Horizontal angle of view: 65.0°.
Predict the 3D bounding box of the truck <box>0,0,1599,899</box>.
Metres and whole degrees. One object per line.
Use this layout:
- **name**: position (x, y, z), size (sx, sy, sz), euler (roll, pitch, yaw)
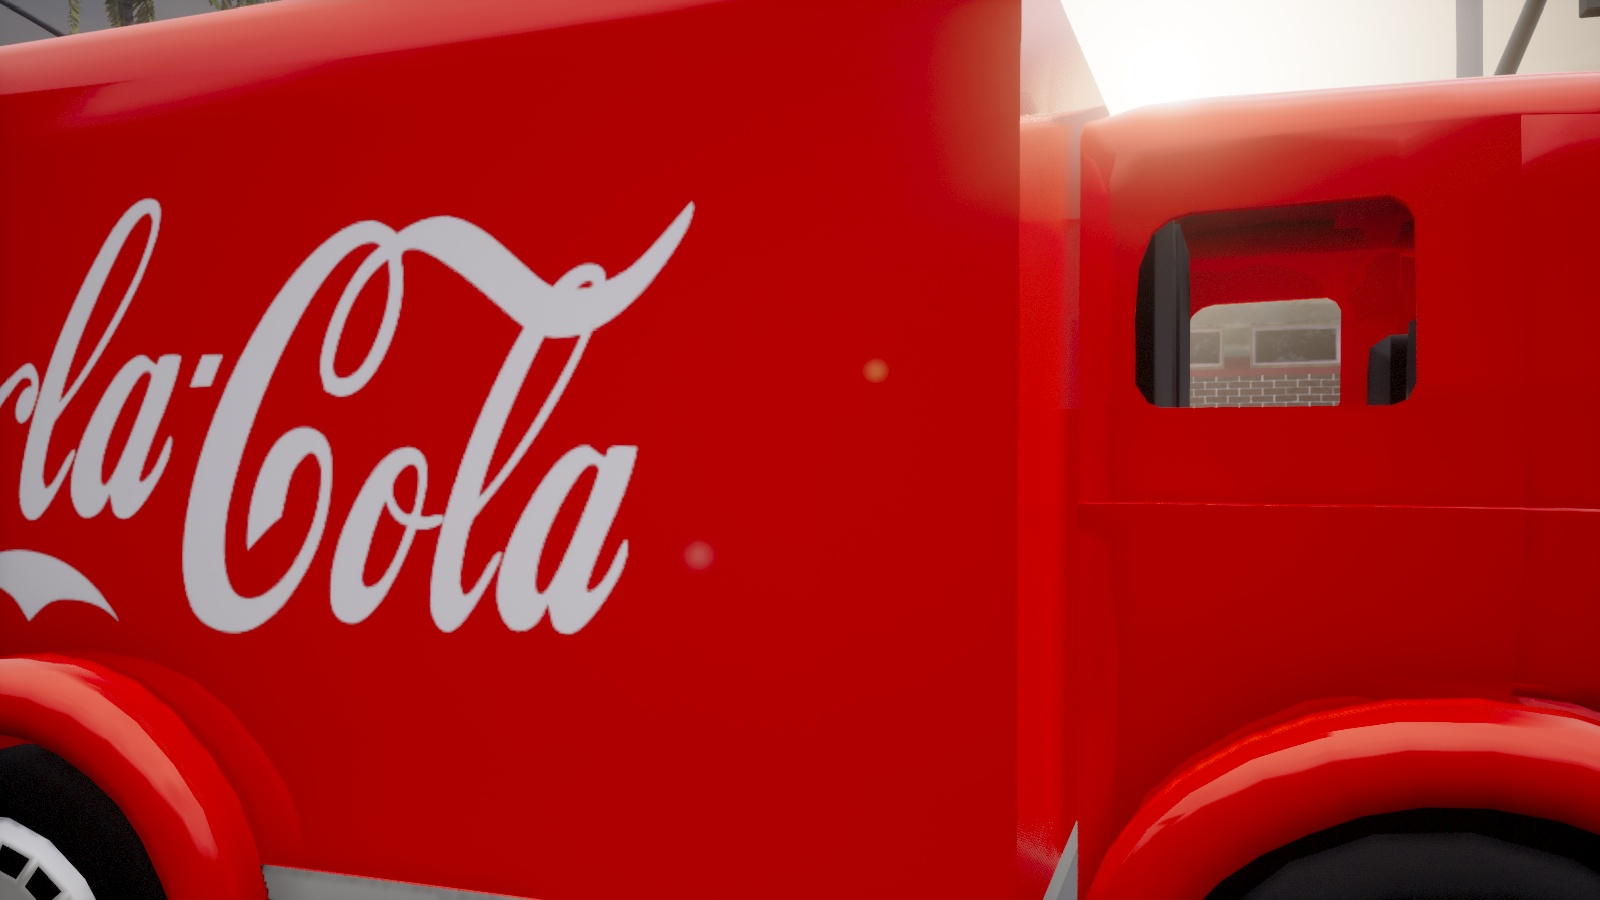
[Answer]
- **truck**: position (-0.068, 0.283, 3.233), size (5.204, 2.467, 2.627), euler (1, 1, 20)
